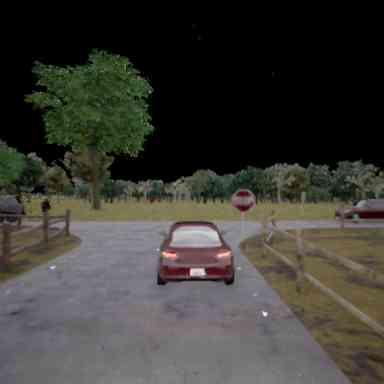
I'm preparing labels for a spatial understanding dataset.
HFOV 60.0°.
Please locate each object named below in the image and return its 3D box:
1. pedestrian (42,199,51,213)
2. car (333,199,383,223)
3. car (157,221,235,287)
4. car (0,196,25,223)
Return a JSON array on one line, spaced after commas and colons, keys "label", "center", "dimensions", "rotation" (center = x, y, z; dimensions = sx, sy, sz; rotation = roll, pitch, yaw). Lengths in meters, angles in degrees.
[{"label": "pedestrian", "center": [-12.152, 1.392, 27.672], "dimensions": [0.375, 1.860, 0.375], "rotation": [0, -1, 0]}, {"label": "car", "center": [12.924, 1.321, 24.580], "dimensions": [4.553, 1.767, 2.097], "rotation": [0, -1, -1]}, {"label": "car", "center": [0.038, 1.525, 9.249], "dimensions": [1.812, 1.442, 4.674], "rotation": [0, 0, -2]}, {"label": "car", "center": [-15.427, 1.282, 24.741], "dimensions": [5.566, 2.045, 2.150], "rotation": [0, -2, -1]}]
